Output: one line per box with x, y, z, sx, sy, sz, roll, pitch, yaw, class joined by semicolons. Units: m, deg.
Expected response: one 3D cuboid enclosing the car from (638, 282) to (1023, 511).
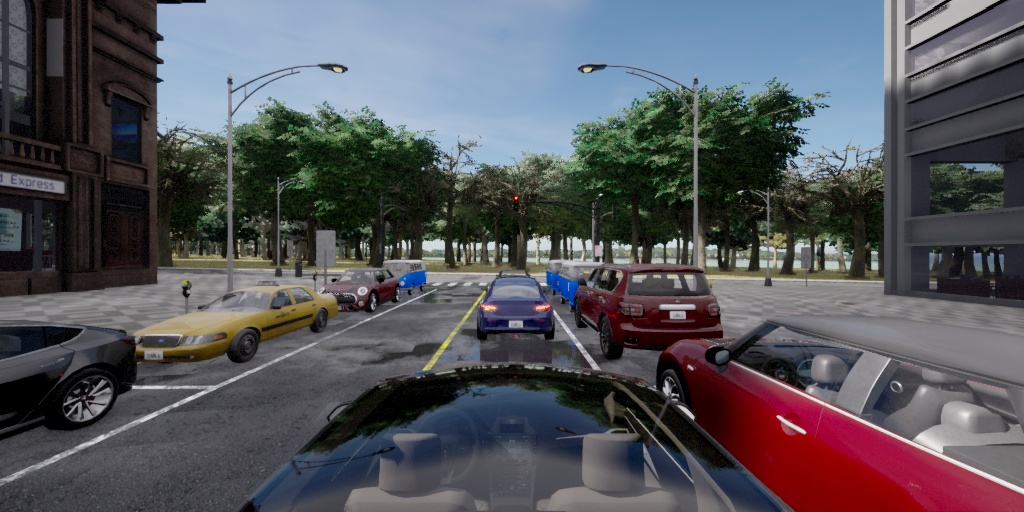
2.762;1.190;2.915;1.967;1.591;4.097;0;0;0;car

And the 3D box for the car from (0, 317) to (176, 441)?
-5.763;1.316;2.912;1.948;1.339;4.313;0;0;0;car

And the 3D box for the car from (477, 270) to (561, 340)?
0.095;1.276;9.890;1.812;1.442;4.674;0;0;0;car

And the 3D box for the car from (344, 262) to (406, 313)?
-5.767;1.190;13.787;1.967;1.591;4.097;0;0;0;car

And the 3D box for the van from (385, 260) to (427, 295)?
-5.769;1.092;19.225;1.690;1.789;3.998;0;0;0;van

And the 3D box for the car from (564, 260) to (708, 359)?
2.760;1.065;8.353;2.192;1.841;5.009;0;0;0;car

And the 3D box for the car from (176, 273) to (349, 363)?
-5.765;1.275;8.180;1.751;1.417;4.829;0;0;0;car

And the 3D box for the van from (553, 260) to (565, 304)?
2.758;1.091;13.790;1.690;1.789;3.998;0;0;0;van

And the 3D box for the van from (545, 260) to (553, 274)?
2.756;1.092;19.228;1.690;1.789;3.998;0;0;0;van
